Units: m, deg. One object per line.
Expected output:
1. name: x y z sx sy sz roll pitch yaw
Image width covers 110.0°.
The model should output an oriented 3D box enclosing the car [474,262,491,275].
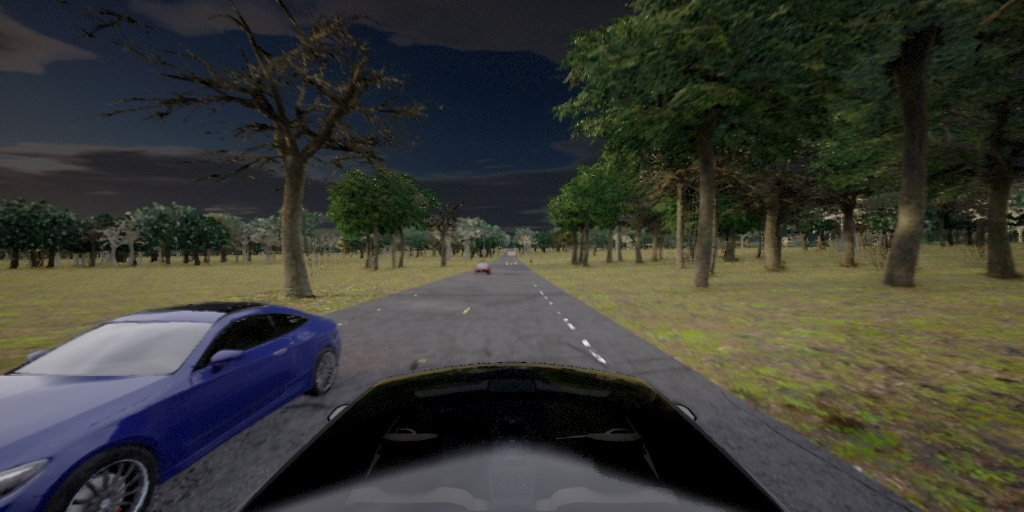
1. car: -3.595 1.524 44.486 1.882 1.535 5.008 0 0 0

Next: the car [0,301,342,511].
1. car: -3.602 1.296 3.958 1.812 1.442 4.674 0 -1 0
